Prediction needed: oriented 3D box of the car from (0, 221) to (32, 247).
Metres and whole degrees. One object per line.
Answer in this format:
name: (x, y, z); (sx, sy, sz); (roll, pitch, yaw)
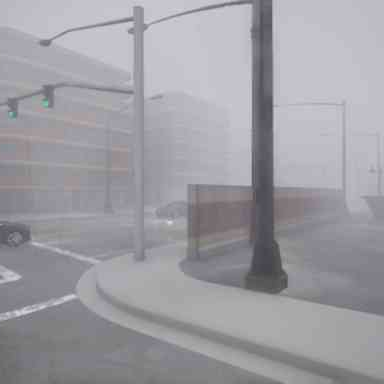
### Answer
car: (-8.834, 1.537, 12.968); (1.837, 1.490, 4.892); (0, 0, 36)

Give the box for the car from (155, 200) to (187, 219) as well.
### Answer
car: (-1.244, 1.547, 29.701); (1.837, 1.490, 4.892); (0, 0, 36)
